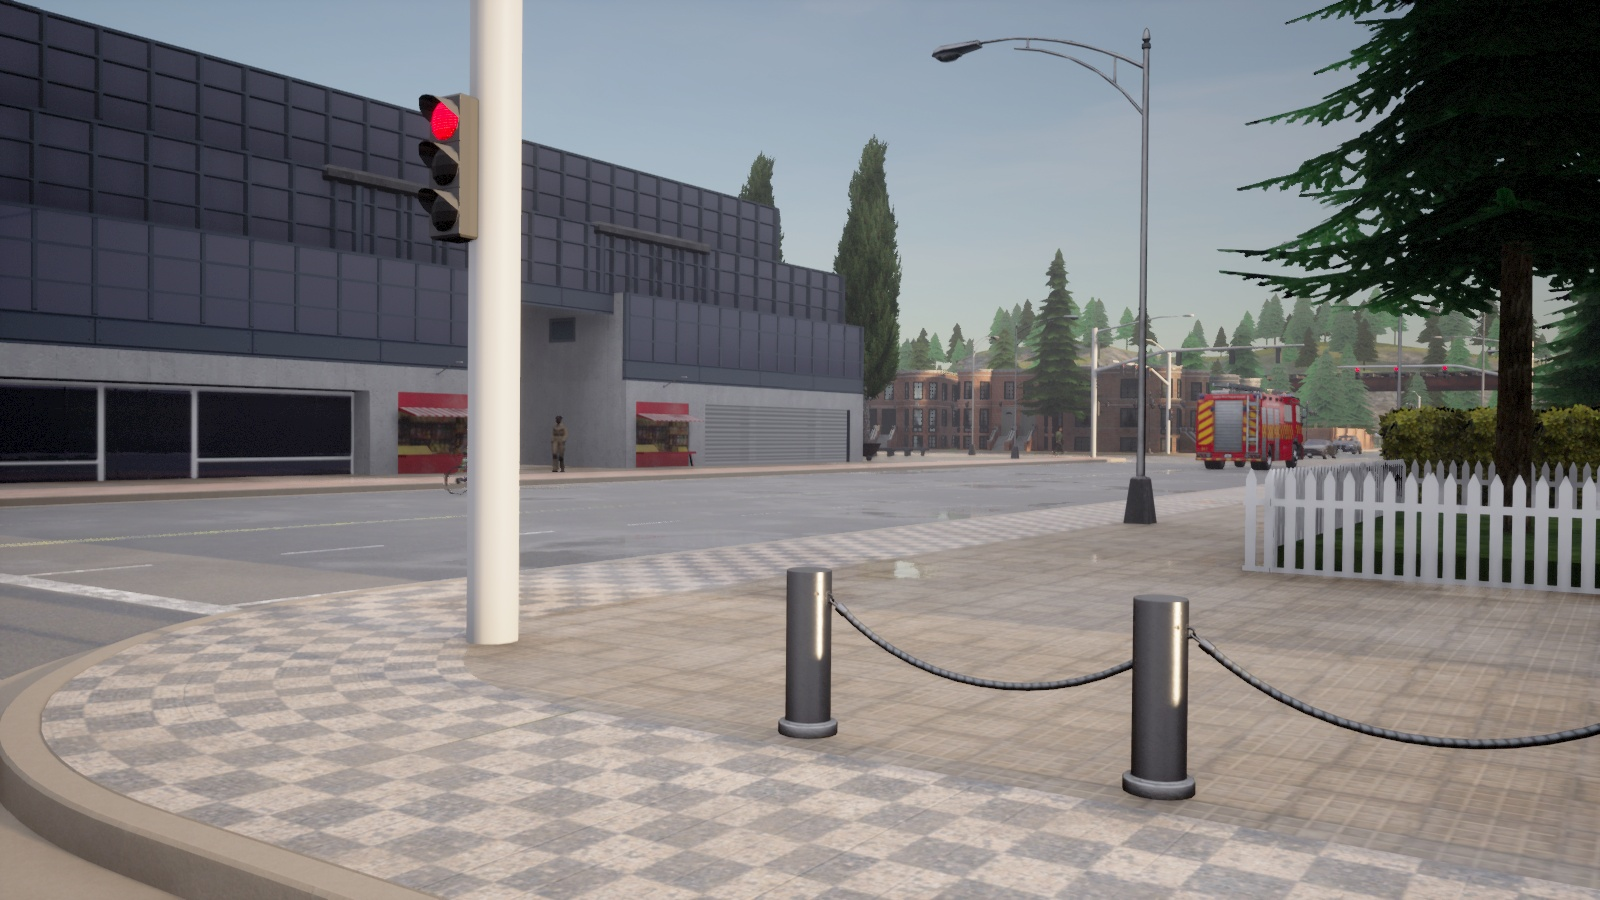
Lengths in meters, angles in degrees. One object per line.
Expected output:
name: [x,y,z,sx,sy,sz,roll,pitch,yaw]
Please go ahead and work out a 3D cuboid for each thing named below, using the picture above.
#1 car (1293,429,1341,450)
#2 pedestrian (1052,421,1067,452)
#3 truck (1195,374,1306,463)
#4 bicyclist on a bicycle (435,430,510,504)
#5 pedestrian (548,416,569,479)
car: [35.706,-0.729,86.626,2.033,1.411,5.357,0,1,34]
pedestrian: [16.362,-0.843,79.207,0.788,1.949,0.423,0,1,27]
truck: [21.083,-1.426,58.441,2.891,3.827,8.468,0,1,34]
bicyclist on a bicycle: [-7.399,0.361,28.413,0.582,1.620,1.656,0,1,34]
pedestrian: [-7.465,-0.076,38.852,0.396,1.930,0.692,0,1,10]
